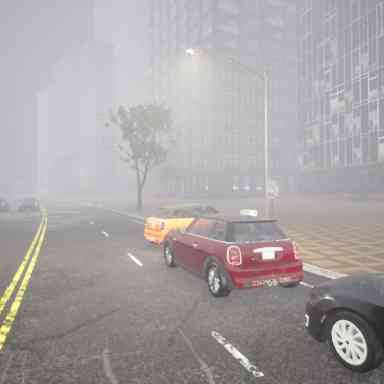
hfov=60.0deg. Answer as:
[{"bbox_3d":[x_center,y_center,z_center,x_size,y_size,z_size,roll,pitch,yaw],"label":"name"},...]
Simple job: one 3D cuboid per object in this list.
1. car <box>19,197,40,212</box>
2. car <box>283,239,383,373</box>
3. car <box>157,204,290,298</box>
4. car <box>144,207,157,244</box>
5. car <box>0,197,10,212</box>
[{"bbox_3d":[-19.210,1.393,39.309,2.097,1.767,4.553,0,0,-25],"label":"car"},{"bbox_3d":[3.571,1.505,3.507,1.837,1.490,4.892,0,0,-36],"label":"car"},{"bbox_3d":[0.788,1.355,8.946,2.097,1.767,4.553,0,0,-23],"label":"car"},{"bbox_3d":[0.298,1.280,14.345,4.553,1.767,2.097,-3,1,-29],"label":"car"},{"bbox_3d":[-22.167,1.390,37.960,2.097,1.767,4.553,0,0,-25],"label":"car"}]
